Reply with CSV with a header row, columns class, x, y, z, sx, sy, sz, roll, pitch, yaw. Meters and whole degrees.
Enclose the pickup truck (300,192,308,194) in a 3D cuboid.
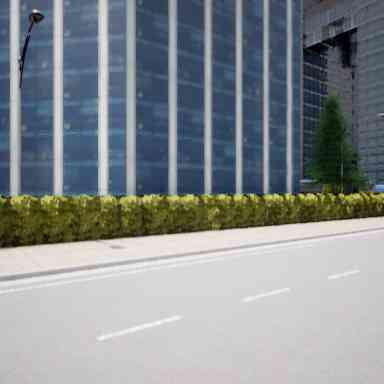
class,x,y,z,sx,sy,sz,roll,pitch,yaw
pickup truck,25.112,1.027,75.217,2.390,2.098,6.274,0,0,-6
